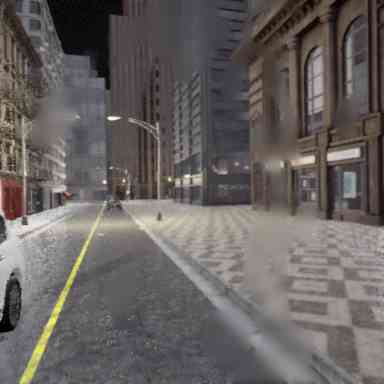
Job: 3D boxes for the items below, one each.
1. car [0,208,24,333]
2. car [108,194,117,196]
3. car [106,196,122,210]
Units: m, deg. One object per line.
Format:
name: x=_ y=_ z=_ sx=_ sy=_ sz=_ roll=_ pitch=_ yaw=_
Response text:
car: x=-3.626 y=1.280 z=3.818 sx=2.150 sy=2.045 sz=5.566 roll=-1 pitch=1 yaw=-14
car: x=-16.066 y=1.518 z=67.114 sx=2.150 sy=2.045 sz=5.566 roll=-1 pitch=0 yaw=-14
car: x=-10.803 y=1.708 z=46.238 sx=1.837 sy=1.490 sz=4.892 roll=-1 pitch=0 yaw=-14
